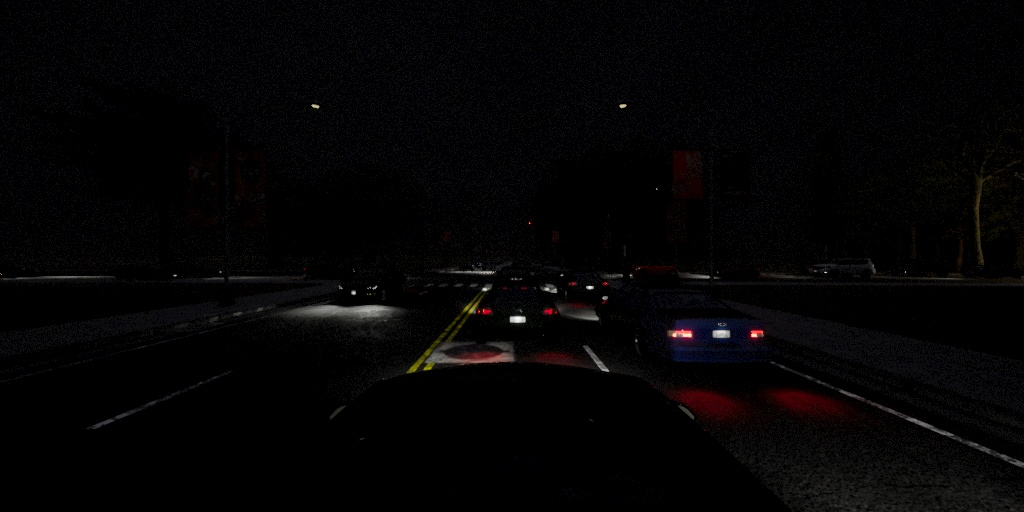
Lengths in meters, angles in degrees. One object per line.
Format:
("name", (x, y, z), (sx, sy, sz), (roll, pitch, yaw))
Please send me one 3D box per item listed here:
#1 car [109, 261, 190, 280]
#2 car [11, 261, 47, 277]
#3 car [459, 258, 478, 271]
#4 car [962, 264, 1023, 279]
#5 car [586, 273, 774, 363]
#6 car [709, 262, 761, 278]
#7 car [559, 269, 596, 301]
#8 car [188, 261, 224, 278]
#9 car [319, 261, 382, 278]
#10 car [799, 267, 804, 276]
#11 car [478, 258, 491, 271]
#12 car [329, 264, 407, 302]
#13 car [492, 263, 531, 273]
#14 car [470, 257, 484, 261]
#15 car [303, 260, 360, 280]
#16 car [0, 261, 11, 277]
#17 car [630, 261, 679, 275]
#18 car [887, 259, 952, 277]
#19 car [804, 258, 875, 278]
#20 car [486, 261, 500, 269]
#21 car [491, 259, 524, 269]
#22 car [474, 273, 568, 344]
("car", (-30.425, 1.316, 30.006), (4.718, 1.301, 1.895), (0, 0, -1))
("car", (-46.240, 1.168, 33.143), (4.902, 1.511, 2.128), (0, 0, 0))
("car", (-6.548, 1.415, 52.164), (1.837, 1.490, 4.892), (0, 0, 0))
("car", (49.812, 1.624, 37.199), (4.902, 1.511, 2.128), (1, 0, 0))
("car", (3.356, 1.302, 8.269), (2.033, 1.411, 5.357), (0, 0, 0))
("car", (23.246, 1.520, 37.109), (4.181, 1.385, 1.994), (0, 0, -2))
("car", (3.363, 1.339, 17.512), (1.994, 1.385, 4.181), (0, 0, 0))
("car", (-29.531, 1.215, 33.264), (4.902, 1.511, 2.128), (0, 0, 0))
("car", (-14.964, 1.253, 33.402), (5.008, 1.535, 1.882), (0, 0, -1))
("car", (35.306, 1.506, 40.417), (5.008, 1.535, 1.882), (0, 0, 1))
("car", (-3.295, 1.404, 52.714), (2.128, 1.511, 4.902), (0, 0, 0))
("car", (-6.505, 1.279, 17.225), (1.837, 1.490, 4.892), (0, 0, 1))
("car", (0.105, 1.283, 18.525), (1.837, 1.490, 4.892), (0, 0, 0))
("car", (-6.530, 1.191, 62.014), (2.150, 2.045, 5.566), (0, 0, 0))
("car", (-14.901, 1.122, 30.147), (4.553, 1.767, 2.097), (0, 0, -1))
("car", (-45.501, 1.236, 29.908), (4.181, 1.385, 1.994), (0, 0, 1))
("car", (14.612, 1.264, 37.017), (4.553, 1.767, 2.097), (0, 0, -1))
("car", (45.937, 1.324, 40.455), (5.566, 2.045, 2.150), (0, 0, 0))
("car", (34.204, 1.237, 37.170), (5.566, 2.045, 2.150), (0, 0, 0))
("car", (-3.270, 1.520, 62.466), (2.033, 1.411, 5.357), (0, 0, 1))
("car", (-0.435, 1.382, 42.963), (1.812, 1.442, 4.674), (1, 0, 19))
("car", (0.110, 1.320, 9.619), (1.994, 1.385, 4.181), (0, 0, 0))
